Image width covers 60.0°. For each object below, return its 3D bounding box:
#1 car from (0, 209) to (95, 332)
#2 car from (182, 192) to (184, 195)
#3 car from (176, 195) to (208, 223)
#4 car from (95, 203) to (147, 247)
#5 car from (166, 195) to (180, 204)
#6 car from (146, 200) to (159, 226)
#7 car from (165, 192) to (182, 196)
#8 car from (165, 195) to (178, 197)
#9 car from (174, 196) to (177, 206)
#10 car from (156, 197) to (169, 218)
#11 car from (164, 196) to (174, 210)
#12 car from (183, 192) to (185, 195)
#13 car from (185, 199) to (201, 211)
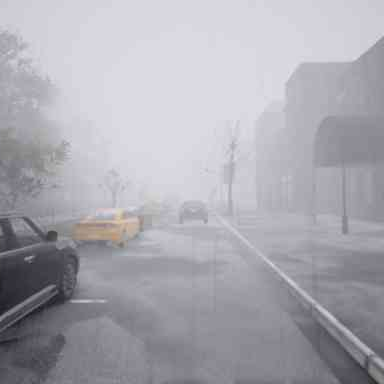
[{"bbox_3d":[-3.652,1.271,5.259,2.435,2.045,5.566,0,0,1],"label":"car"},{"bbox_3d":[-3.639,1.525,81.881,1.946,1.575,5.366,0,1,2],"label":"car"},{"bbox_3d":[0.102,1.379,25.984,2.097,1.767,4.553,0,0,0],"label":"car"},{"bbox_3d":[-3.650,1.500,15.143,2.097,1.535,5.008,0,0,2],"label":"car"},{"bbox_3d":[-3.648,1.423,65.029,2.185,1.767,4.553,0,0,2],"label":"car"},{"bbox_3d":[-3.650,1.520,20.691,2.097,1.535,5.008,0,0,2],"label":"car"},{"bbox_3d":[-3.647,1.291,57.376,2.435,2.045,5.566,0,0,2],"label":"car"},{"bbox_3d":[-3.648,1.556,48.422,2.097,1.535,5.008,0,0,2],"label":"car"},{"bbox_3d":[-3.648,1.568,42.881,2.231,1.521,4.892,0,-1,2],"label":"car"},{"bbox_3d":[-3.642,1.533,30.943,1.946,1.575,5.366,0,0,2],"label":"car"},{"bbox_3d":[-3.649,1.559,37.325,2.097,1.535,5.008,0,0,2],"label":"car"},{"bbox_3d":[-3.646,1.547,88.018,2.002,1.452,4.674,0,0,2],"label":"car"},{"bbox_3d":[0.103,1.616,42.936,1.994,1.385,4.181,0,0,0],"label":"car"}]
